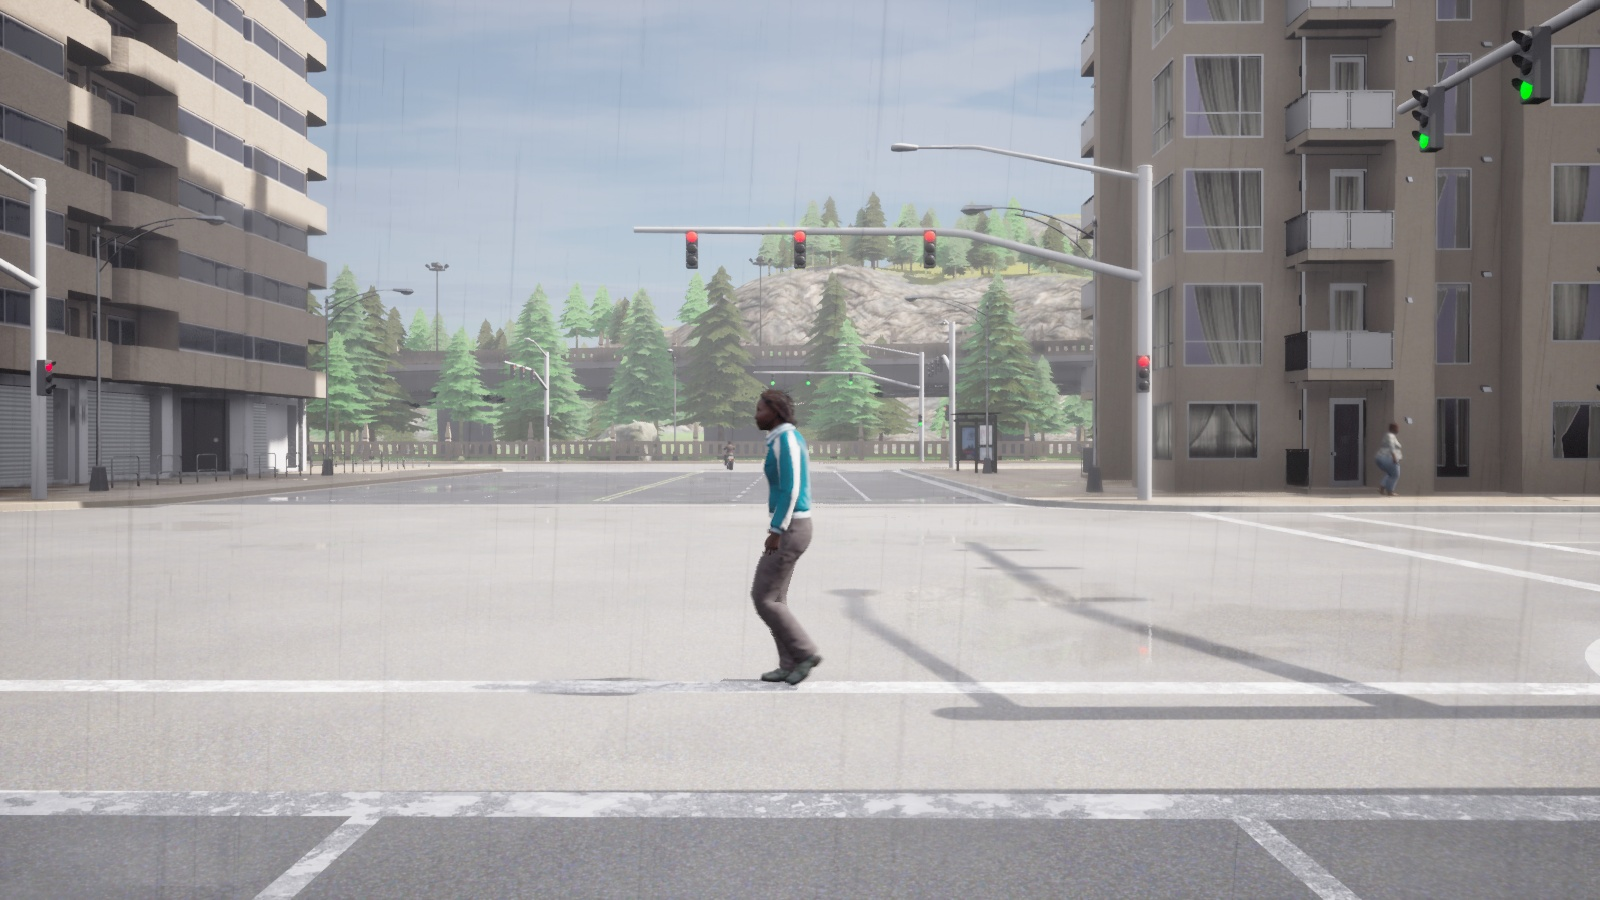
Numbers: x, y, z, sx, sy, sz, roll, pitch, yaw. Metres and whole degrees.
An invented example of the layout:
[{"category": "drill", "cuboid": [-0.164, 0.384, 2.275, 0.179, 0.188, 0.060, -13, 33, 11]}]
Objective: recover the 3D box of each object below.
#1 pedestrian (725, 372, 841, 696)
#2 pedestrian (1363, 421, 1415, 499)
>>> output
[{"category": "pedestrian", "cuboid": [-0.094, 0.501, 7.685, 0.692, 1.930, 0.396, 0, 0, 2]}, {"category": "pedestrian", "cuboid": [14.225, 0.245, 30.359, 0.900, 1.855, 0.874, 0, 0, 7]}]
